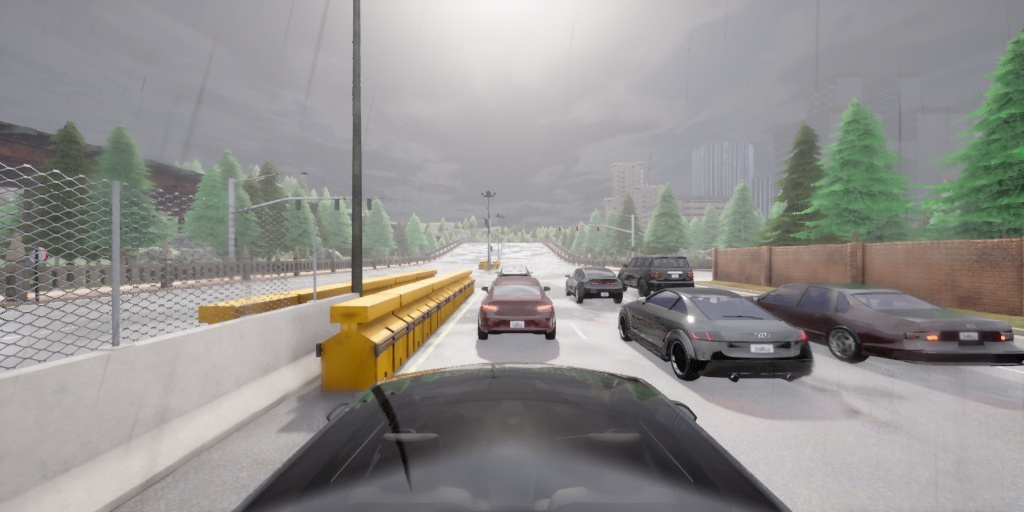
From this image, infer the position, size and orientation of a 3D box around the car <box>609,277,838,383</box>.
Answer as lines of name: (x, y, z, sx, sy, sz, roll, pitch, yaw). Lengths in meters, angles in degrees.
car: (3.612, 1.314, 7.220, 1.994, 1.385, 4.181, 0, 0, -1)

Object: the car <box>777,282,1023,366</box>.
car: (7.109, 1.297, 8.084, 2.033, 1.411, 5.357, 0, 0, 0)

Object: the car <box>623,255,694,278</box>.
car: (7.120, 0.972, 18.326, 2.150, 2.045, 5.566, 0, 0, 0)

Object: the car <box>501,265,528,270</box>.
car: (0.123, 1.241, 19.097, 2.128, 1.511, 4.902, 0, 0, 0)

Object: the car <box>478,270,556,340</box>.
car: (0.112, 1.276, 9.851, 1.812, 1.442, 4.674, 0, 0, 0)

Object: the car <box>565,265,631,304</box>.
car: (3.618, 1.254, 16.387, 1.837, 1.490, 4.892, 0, 0, 0)
